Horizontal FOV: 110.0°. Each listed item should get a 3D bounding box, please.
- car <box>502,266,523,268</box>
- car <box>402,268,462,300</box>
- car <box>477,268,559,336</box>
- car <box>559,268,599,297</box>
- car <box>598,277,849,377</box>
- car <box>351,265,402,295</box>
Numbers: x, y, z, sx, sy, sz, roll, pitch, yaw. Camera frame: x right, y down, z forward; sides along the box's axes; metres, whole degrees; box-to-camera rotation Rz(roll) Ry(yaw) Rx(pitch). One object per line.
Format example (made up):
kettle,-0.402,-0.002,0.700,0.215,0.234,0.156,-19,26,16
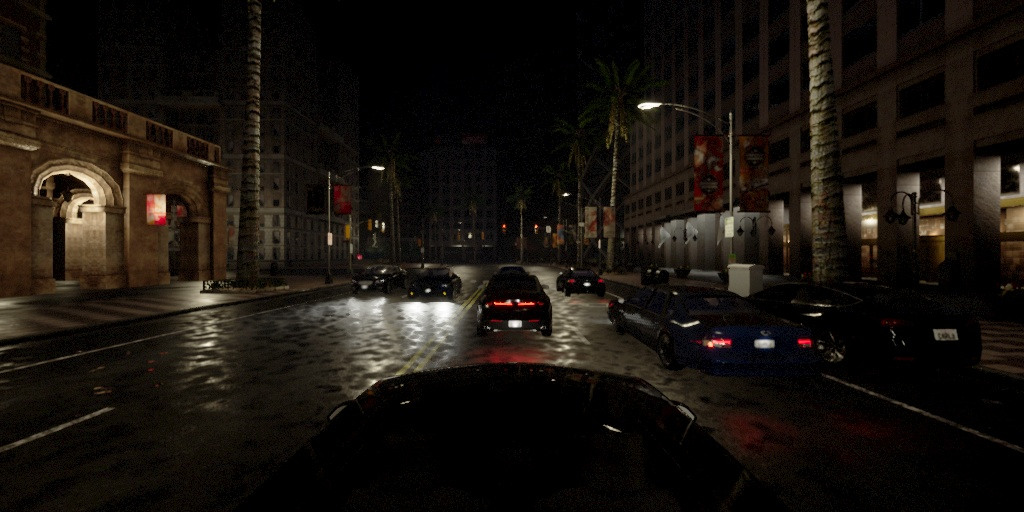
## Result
car,0.013,1.271,19.306,1.812,1.442,4.674,0,0,-2
car,-3.617,1.310,17.462,1.994,1.385,4.181,0,0,0
car,0.052,1.251,10.359,1.837,1.490,4.892,0,0,0
car,3.517,1.309,18.902,1.994,1.385,4.181,0,0,-1
car,3.571,1.295,7.600,2.033,1.411,5.357,0,0,0
car,-7.106,1.237,19.756,2.128,1.511,4.902,0,0,0
